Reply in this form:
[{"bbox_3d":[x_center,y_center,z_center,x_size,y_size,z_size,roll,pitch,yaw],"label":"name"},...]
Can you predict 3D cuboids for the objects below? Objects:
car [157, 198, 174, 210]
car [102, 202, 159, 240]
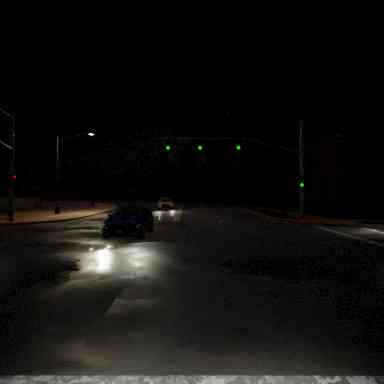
[{"bbox_3d":[-3.321,1.485,42.074,1.882,1.535,5.008,0,0,-4],"label":"car"},{"bbox_3d":[-3.126,1.480,17.160,1.882,1.535,5.008,0,0,2],"label":"car"}]
